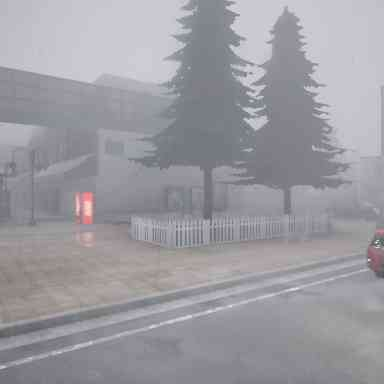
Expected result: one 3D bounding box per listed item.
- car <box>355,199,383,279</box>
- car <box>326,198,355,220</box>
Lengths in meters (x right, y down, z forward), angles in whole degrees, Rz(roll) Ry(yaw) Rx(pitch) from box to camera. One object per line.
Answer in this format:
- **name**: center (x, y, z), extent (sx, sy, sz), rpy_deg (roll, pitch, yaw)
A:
- **car**: center (6.979, 1.221, 8.754), extent (5.566, 2.045, 2.150), rpy_deg (0, 0, -33)
- **car**: center (12.791, 1.337, 25.686), extent (2.097, 1.767, 4.553), rpy_deg (0, 0, -34)
